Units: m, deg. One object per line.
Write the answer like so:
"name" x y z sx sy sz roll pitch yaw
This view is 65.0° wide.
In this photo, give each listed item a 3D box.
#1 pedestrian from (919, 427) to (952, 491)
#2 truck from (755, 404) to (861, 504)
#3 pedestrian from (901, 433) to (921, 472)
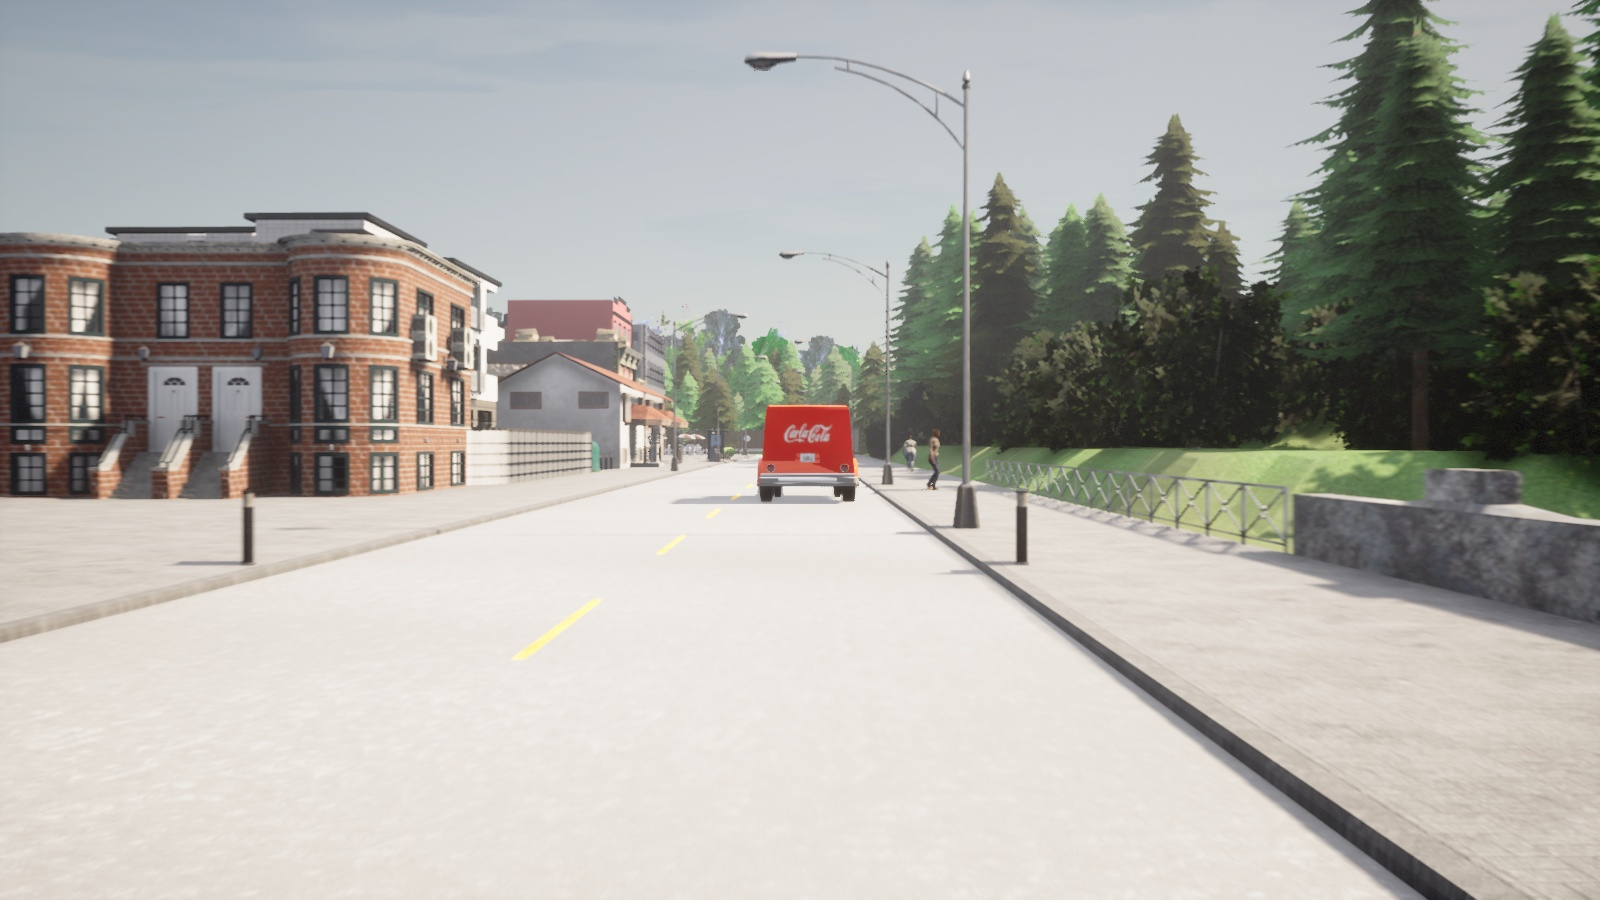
"pedestrian" 3.908 0.258 36.222 0.869 1.805 0.328 0 0 35
"truck" 0.207 0.073 33.624 2.627 2.467 5.204 0 0 0
"pedestrian" 5.367 0.121 60.910 0.874 1.855 0.900 0 0 0
